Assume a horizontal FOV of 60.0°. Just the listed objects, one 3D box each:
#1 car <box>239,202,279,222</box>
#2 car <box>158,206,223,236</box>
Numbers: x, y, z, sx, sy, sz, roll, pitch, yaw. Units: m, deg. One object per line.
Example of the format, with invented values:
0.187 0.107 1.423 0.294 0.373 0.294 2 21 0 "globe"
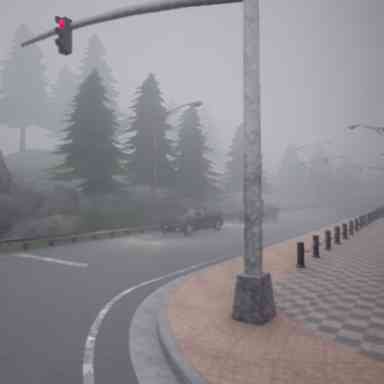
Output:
5.702 1.617 28.085 1.882 1.535 5.008 -1 0 35 "car"
0.026 1.617 19.937 1.882 1.535 5.008 -1 0 35 "car"
